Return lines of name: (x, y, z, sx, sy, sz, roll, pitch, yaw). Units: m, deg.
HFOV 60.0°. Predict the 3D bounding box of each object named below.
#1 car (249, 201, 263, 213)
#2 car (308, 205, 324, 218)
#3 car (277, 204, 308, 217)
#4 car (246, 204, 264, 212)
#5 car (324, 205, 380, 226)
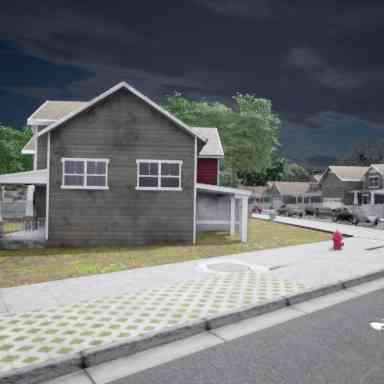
car: (10.014, 2.480, 56.195, 2.150, 2.045, 5.566, 1, -2, -8)
car: (14.862, 2.279, 39.777, 2.128, 1.511, 4.902, 1, -2, -6)
car: (11.842, 2.264, 40.330, 1.837, 1.490, 4.892, 1, -1, -6)
car: (11.850, 2.942, 62.804, 1.812, 1.442, 4.674, 1, -2, -9)
car: (13.033, 1.876, 26.819, 2.128, 1.511, 4.902, 1, -2, -4)
